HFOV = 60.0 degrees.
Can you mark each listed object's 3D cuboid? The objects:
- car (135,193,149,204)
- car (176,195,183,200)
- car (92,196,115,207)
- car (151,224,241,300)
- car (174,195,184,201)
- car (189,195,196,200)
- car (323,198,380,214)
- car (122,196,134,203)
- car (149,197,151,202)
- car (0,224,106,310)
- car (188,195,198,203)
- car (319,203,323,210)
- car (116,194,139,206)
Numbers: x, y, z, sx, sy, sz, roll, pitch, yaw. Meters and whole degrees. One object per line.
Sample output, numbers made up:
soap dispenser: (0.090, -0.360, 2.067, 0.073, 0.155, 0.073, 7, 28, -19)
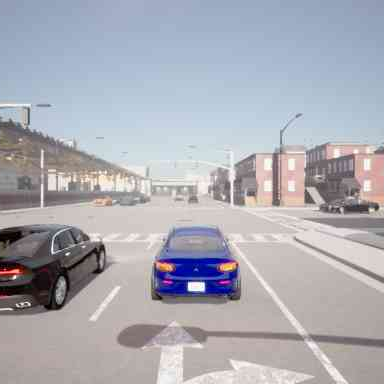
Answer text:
car: (-10.408, 1.221, 65.207, 2.150, 2.045, 5.566, 0, 0, 0)
car: (-3.327, 1.524, 92.156, 1.812, 1.442, 4.674, 0, 0, 0)
car: (-13.986, 1.351, 51.872, 2.097, 1.767, 4.553, 0, 0, 0)
car: (0.093, 1.526, 8.245, 1.812, 1.442, 4.674, 0, 0, 0)
car: (-3.346, 1.595, 82.110, 1.895, 1.301, 4.718, 0, 0, 0)
car: (0.173, 1.478, 91.935, 1.882, 1.535, 5.008, 0, 0, 0)
car: (16.787, 1.492, 34.543, 4.902, 1.511, 2.128, 0, 0, 0)
car: (-13.864, 1.524, 72.508, 1.812, 1.442, 4.674, 0, 0, 0)
car: (-10.359, 1.552, 75.073, 1.994, 1.385, 4.181, 0, 0, 0)
car: (-3.414, 1.505, 7.788, 1.837, 1.490, 4.892, 0, 0, 0)
car: (0.229, 1.505, 69.161, 1.837, 1.490, 4.892, 0, 0, 0)
car: (17.092, 1.505, 38.050, 4.892, 1.490, 1.837, 0, 0, 0)
car: (-10.474, 1.548, 54.344, 2.033, 1.411, 5.357, 0, 0, 0)
